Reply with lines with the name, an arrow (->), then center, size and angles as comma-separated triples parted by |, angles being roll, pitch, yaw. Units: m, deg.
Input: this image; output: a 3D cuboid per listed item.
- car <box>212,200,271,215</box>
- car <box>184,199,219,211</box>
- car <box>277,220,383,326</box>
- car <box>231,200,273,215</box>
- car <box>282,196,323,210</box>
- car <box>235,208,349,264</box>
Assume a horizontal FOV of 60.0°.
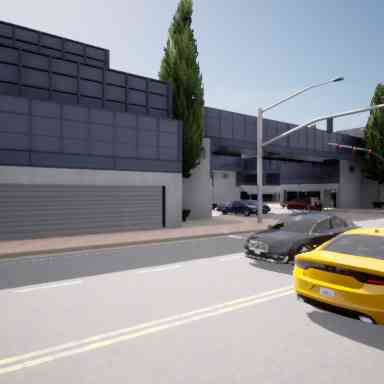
car -> 4.640, 1.547, 32.067 | 2.033, 1.411, 5.357 | 0, 0, -37
car -> 1.133, 1.601, 42.586 | 1.895, 1.301, 4.718 | 0, 0, -37
car -> 4.206, 1.478, 6.843 | 5.008, 1.535, 1.882 | 0, 0, -36
car -> 6.365, 1.564, 35.601 | 1.994, 1.385, 4.181 | 0, 0, -37
car -> 12.820, 1.352, 38.833 | 2.097, 1.767, 4.553 | 0, 0, -36
car -> 3.869, 1.505, 11.144 | 4.892, 1.490, 1.837 | 0, 0, -36
